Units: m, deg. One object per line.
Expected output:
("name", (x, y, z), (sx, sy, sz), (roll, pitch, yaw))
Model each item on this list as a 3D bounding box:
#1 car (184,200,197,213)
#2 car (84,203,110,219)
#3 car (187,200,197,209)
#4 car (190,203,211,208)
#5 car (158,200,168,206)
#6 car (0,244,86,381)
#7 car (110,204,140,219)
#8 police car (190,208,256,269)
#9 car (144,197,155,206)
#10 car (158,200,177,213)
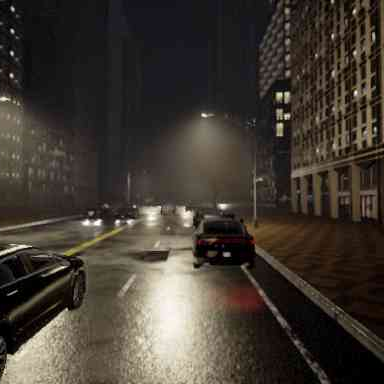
("car", (0.000, 2.092, 46.863), (2.128, 1.511, 4.902), (0, -1, 0))
("car", (-9.844, 1.937, 34.917), (2.128, 1.511, 4.902), (0, -1, 0))
("car", (0.000, 2.280, 62.746), (1.882, 1.535, 5.008), (0, -1, 0))
("car", (0.974, 1.757, 21.799), (1.882, 1.535, 5.008), (0, -1, 0))
("car", (-6.500, 2.477, 74.833), (1.994, 1.385, 4.181), (0, -1, 0))
("car", (-3.151, 1.559, 5.157), (2.128, 1.511, 4.902), (0, -1, 0))
("car", (-6.598, 1.987, 34.408), (2.033, 1.411, 5.357), (0, -1, 0))
("police car", (0.974, 1.579, 11.909), (1.930, 1.638, 5.238), (0, -1, 0))
("car", (-9.751, 2.074, 76.594), (2.150, 2.045, 5.566), (0, -1, 0))
("car", (-3.150, 2.098, 44.814), (1.812, 1.442, 4.674), (0, -1, 0))
